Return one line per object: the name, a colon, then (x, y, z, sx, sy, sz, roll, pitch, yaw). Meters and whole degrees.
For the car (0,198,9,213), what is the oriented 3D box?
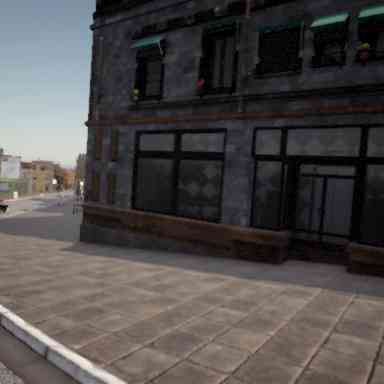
car: (-20.807, 1.505, 35.009, 1.882, 1.535, 5.008, 3, -1, -15)

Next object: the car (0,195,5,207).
car: (-27.257, 1.249, 45.228, 1.882, 1.535, 5.008, 3, -1, -14)
